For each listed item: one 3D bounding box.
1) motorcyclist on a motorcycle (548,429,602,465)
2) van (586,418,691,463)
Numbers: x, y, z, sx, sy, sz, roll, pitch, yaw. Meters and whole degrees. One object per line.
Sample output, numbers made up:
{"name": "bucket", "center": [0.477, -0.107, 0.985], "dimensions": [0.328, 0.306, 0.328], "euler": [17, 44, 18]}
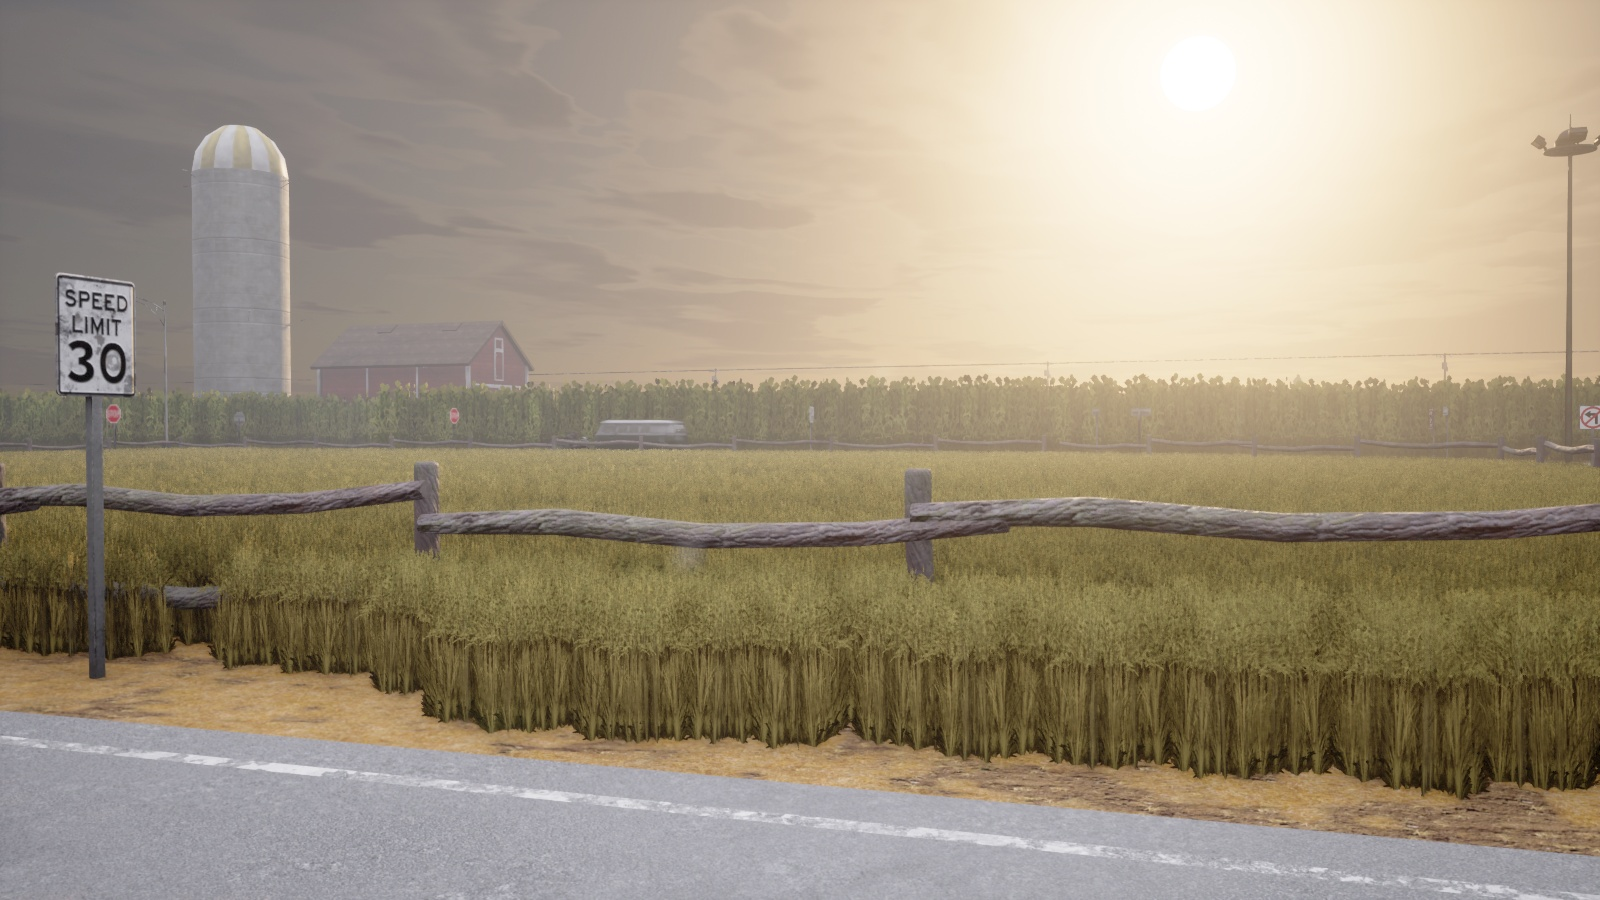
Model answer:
{"name": "motorcyclist on a motorcycle", "center": [-9.886, -0.147, 55.162], "dimensions": [2.191, 1.530, 0.866], "euler": [1, 1, 19]}
{"name": "van", "center": [-7.399, -0.447, 57.573], "dimensions": [4.442, 1.987, 1.775], "euler": [1, 1, 19]}
